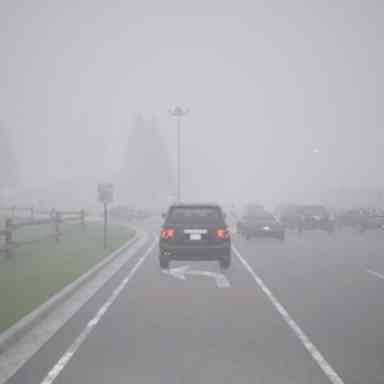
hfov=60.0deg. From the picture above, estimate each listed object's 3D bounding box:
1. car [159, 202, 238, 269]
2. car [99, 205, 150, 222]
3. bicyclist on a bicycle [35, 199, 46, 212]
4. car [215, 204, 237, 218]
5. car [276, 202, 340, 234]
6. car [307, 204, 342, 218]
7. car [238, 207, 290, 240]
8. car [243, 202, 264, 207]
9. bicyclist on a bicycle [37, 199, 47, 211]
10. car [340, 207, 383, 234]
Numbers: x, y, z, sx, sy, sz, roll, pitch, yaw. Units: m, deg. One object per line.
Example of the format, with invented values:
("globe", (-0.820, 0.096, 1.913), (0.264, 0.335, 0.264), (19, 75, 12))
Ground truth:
("car", (0.078, 1.343, 11.782), (2.150, 2.045, 5.566), (0, 0, 0))
("car", (-6.084, 1.850, 29.745), (5.357, 1.411, 2.033), (-1, -1, 40))
("bicyclist on a bicycle", (-20.244, 1.753, 44.421), (0.582, 1.620, 1.656), (0, 0, 7))
("car", (3.624, 1.965, 35.831), (1.895, 1.301, 4.718), (0, -1, 0))
("car", (7.114, 1.566, 20.988), (2.097, 1.767, 4.553), (0, -1, 0))
("car", (14.124, 1.965, 35.826), (1.895, 1.301, 4.718), (0, -1, 0))
("car", (3.611, 1.749, 18.092), (1.994, 1.385, 4.181), (0, -1, 0))
("car", (7.126, 1.874, 38.965), (1.882, 1.535, 5.008), (0, -1, 0))
("bicyclist on a bicycle", (-19.757, 1.752, 44.356), (0.582, 1.620, 1.656), (0, 0, 8))
("car", (10.614, 1.703, 20.779), (2.128, 1.511, 4.902), (0, -1, 0))
